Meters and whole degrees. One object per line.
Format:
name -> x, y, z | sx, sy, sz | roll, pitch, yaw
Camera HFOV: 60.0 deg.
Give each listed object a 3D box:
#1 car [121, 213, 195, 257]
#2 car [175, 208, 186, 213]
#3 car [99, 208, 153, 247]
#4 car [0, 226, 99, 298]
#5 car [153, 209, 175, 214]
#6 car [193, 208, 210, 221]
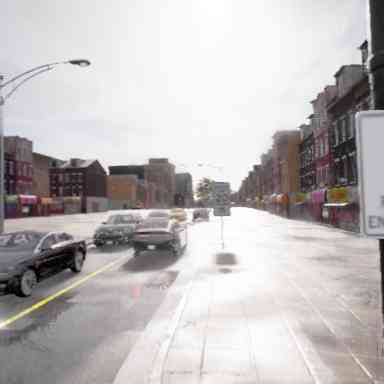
car -> -1.310, 1.968, 15.121 | 2.128, 1.511, 4.902 | -2, -2, 6
car -> -1.800, 2.770, 40.764 | 1.882, 1.535, 5.008 | -2, -2, 6
car -> -3.905, 2.011, 18.842 | 2.097, 1.767, 4.553 | -2, -2, 5
car -> -4.748, 1.882, 9.700 | 2.128, 1.511, 4.902 | -2, -2, 5
car -> -2.963, 2.453, 28.798 | 1.837, 1.490, 4.892 | -2, -2, 5
car -> 1.091, 2.737, 41.105 | 1.837, 1.490, 4.892 | -2, -1, 5
